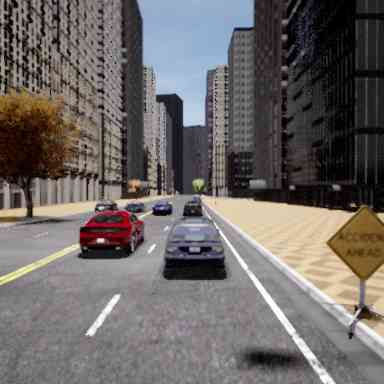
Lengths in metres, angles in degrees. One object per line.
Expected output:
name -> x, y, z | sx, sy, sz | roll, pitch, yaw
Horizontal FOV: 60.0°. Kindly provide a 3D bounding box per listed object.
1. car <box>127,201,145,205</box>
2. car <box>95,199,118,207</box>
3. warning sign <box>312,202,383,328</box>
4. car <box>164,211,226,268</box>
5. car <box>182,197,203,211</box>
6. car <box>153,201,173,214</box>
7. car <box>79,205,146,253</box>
car -> -6.595, 1.700, 38.786 | 1.994, 1.385, 4.181 | 0, 0, 0
car -> -9.847, 1.626, 38.492 | 2.128, 1.511, 4.902 | 0, 0, 0
warning sign -> 2.865, 1.135, 5.575 | 1.300, 1.860, 1.060 | 1, 1, 0
car -> 0.084, 1.588, 11.380 | 2.033, 1.411, 5.357 | 0, 0, 0
car -> 0.097, 1.628, 34.634 | 1.837, 1.490, 4.892 | 0, 0, 0
car -> -3.154, 1.692, 36.501 | 1.994, 1.385, 4.181 | 0, 0, 0
car -> -3.160, 1.527, 14.009 | 1.882, 1.535, 5.008 | 0, 0, 0
